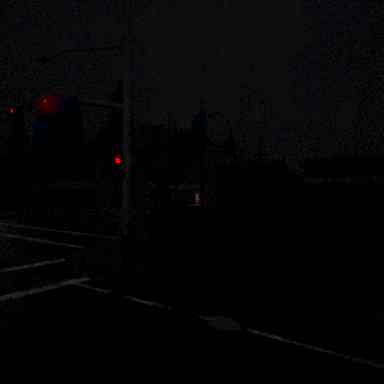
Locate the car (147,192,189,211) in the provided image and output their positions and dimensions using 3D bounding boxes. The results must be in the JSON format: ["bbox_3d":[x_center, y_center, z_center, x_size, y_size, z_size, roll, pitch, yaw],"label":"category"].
[{"bbox_3d":[-2.584,1.071,37.681,2.150,2.045,5.566,0,1,37],"label":"car"}]
